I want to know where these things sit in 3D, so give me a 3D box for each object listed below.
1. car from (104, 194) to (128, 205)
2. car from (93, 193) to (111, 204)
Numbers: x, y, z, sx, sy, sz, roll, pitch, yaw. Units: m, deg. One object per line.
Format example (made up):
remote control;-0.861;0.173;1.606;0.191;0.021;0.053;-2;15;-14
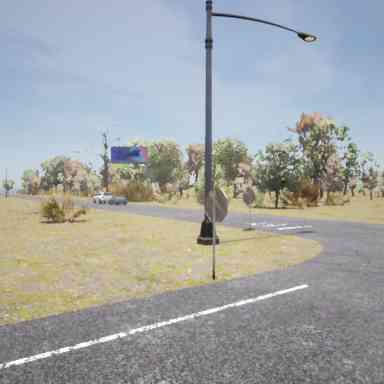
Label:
car;-12.318;1.449;54.997;2.033;1.411;5.357;0;0;-33
car;-16.329;1.110;60.934;2.150;2.045;5.566;0;0;-34
